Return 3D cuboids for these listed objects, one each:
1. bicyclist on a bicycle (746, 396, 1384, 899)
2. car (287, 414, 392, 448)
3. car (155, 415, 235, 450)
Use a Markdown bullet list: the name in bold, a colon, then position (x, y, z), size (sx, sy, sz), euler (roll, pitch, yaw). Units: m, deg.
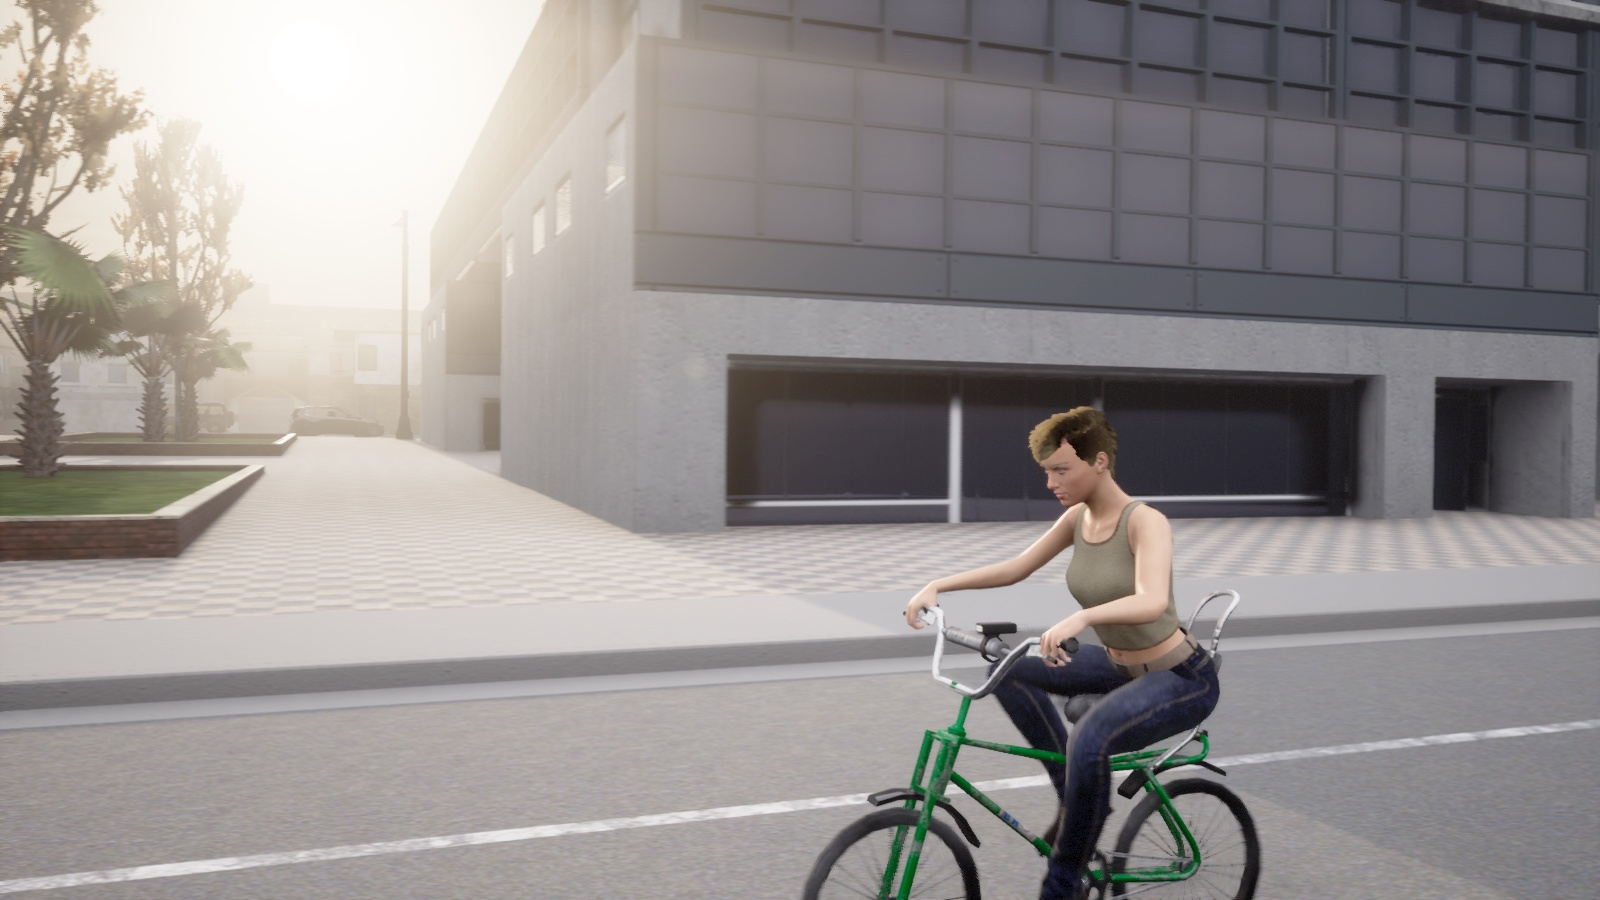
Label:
- **bicyclist on a bicycle**: position (0.711, 0.670, 3.513), size (1.509, 1.612, 0.866), euler (-1, 1, -21)
- **car**: position (-23.582, -0.954, 64.320), size (4.611, 1.667, 2.242), euler (-1, 1, -35)
- **car**: position (-33.853, -1.014, 70.351), size (3.866, 1.878, 1.905), euler (-1, 1, -21)
